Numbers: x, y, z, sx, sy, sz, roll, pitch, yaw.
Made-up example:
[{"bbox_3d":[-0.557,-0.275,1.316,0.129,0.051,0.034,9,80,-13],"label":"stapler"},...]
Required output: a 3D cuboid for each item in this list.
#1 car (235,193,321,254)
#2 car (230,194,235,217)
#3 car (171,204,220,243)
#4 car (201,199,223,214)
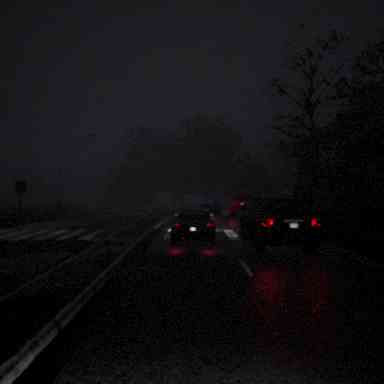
[{"bbox_3d":[3.293,1.168,13.432,2.150,2.045,5.566,0,0,0],"label":"car"},{"bbox_3d":[4.655,1.098,29.822,2.150,2.045,5.566,0,0,11],"label":"car"},{"bbox_3d":[0.082,1.501,15.785,1.994,1.385,4.181,0,0,1],"label":"car"},{"bbox_3d":[1.771,1.421,31.603,1.812,1.442,4.674,0,0,12],"label":"car"}]
